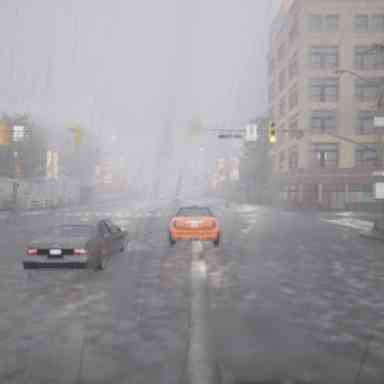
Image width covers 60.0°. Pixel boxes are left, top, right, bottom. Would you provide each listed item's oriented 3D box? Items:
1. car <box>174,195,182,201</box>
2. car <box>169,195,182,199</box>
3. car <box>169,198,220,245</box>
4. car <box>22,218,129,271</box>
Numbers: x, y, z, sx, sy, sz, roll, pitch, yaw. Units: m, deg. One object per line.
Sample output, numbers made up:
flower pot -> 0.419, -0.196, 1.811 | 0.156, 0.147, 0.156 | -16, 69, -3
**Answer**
car -> -3.512, 1.521, 83.918 | 1.895, 1.301, 4.718 | 0, 0, 1
car -> -3.511, 1.559, 73.896 | 1.895, 1.301, 4.718 | 0, 0, 0
car -> 0.097, 1.345, 15.521 | 2.097, 1.767, 4.553 | 0, 0, 0
car -> -3.402, 1.543, 10.802 | 2.033, 1.411, 5.357 | 0, 0, 0
